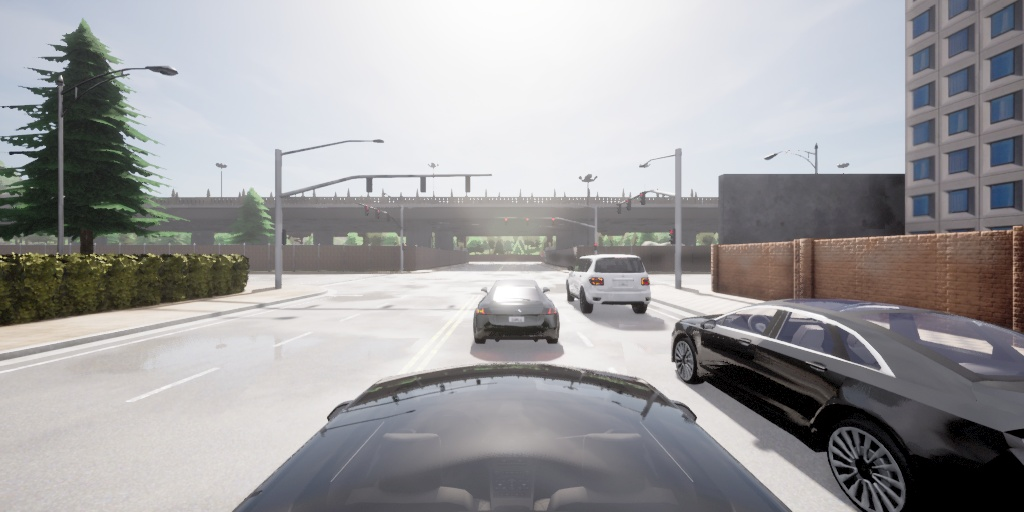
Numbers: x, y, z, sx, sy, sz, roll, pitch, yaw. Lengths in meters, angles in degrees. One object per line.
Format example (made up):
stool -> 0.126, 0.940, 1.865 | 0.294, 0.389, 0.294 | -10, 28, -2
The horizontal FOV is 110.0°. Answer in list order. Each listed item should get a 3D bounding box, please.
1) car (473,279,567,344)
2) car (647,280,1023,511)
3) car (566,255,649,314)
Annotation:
car -> 0.096, 1.314, 9.611 | 1.994, 1.385, 4.181 | 0, 0, 0
car -> 3.596, 1.242, 4.150 | 2.128, 1.511, 4.902 | 0, 0, 0
car -> 3.493, 0.971, 13.955 | 2.150, 2.045, 5.566 | 0, 0, 0
